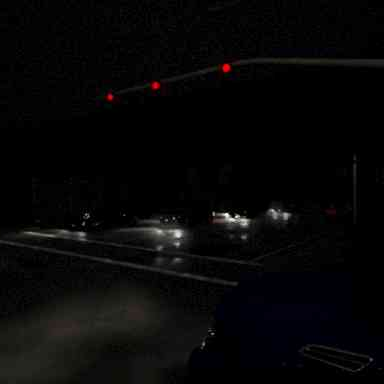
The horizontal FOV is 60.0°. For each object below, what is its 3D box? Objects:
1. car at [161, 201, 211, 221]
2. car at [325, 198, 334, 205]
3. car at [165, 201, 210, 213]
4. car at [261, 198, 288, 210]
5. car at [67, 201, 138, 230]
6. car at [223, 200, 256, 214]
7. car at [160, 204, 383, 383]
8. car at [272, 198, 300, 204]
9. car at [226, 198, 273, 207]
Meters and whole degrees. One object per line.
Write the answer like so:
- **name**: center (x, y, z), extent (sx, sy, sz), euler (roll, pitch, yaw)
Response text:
- **car**: center (-0.407, 1.580, 29.103), extent (1.837, 1.490, 4.892), euler (0, 0, 36)
- **car**: center (18.968, 1.577, 43.951), extent (1.837, 1.490, 4.892), euler (0, 0, 35)
- **car**: center (-0.239, 1.575, 23.296), extent (1.837, 1.490, 4.892), euler (0, 0, 35)
- **car**: center (11.365, 1.585, 45.618), extent (1.837, 1.490, 4.892), euler (0, 0, 36)
- **car**: center (-5.755, 1.425, 21.697), extent (2.097, 1.767, 4.553), euler (0, 0, 37)
- **car**: center (5.374, 1.642, 37.233), extent (1.994, 1.385, 4.181), euler (0, 0, 35)
- **car**: center (2.620, 1.217, 2.120), extent (5.566, 2.045, 2.150), euler (0, 0, 36)
- **car**: center (11.389, 1.623, 39.634), extent (2.033, 1.411, 5.357), euler (0, 0, 36)
- **car**: center (5.404, 1.620, 31.242), extent (2.033, 1.411, 5.357), euler (0, 0, 35)
